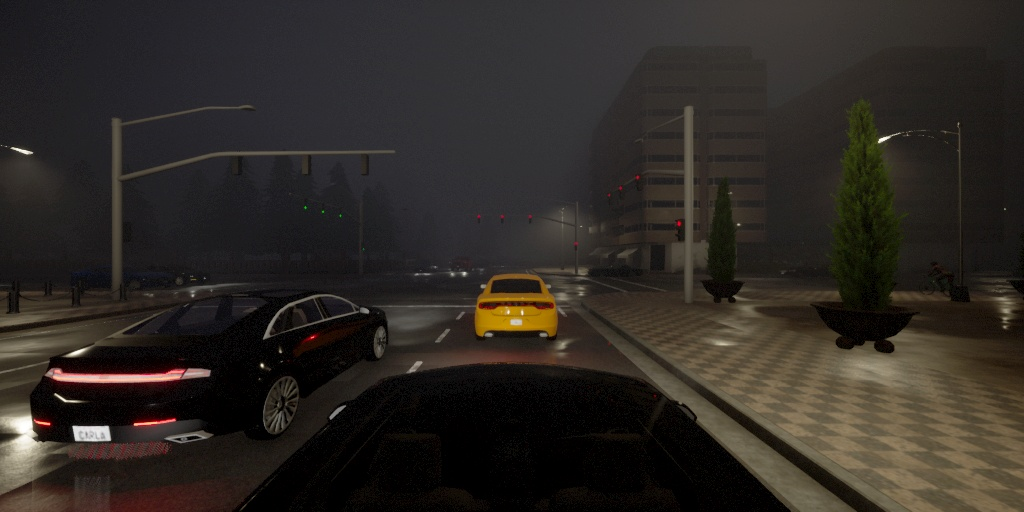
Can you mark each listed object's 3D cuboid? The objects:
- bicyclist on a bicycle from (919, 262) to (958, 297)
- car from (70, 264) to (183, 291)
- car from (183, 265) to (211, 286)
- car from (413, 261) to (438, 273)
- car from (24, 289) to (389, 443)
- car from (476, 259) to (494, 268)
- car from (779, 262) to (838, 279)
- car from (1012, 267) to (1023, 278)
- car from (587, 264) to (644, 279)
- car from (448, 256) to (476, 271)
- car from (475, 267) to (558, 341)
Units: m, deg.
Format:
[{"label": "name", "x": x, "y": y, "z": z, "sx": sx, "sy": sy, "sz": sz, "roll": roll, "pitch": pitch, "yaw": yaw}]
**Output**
[{"label": "bicyclist on a bicycle", "x": 20.288, "y": 1.106, "z": 17.061, "sx": 0.582, "sy": 1.620, "sz": 1.656, "roll": 0, "pitch": 0, "yaw": 0}, {"label": "car", "x": -23.493, "y": 1.283, "z": 21.731, "sx": 5.008, "sy": 1.535, "sz": 1.882, "roll": 0, "pitch": 0, "yaw": 0}, {"label": "car", "x": -24.015, "y": 1.310, "z": 25.241, "sx": 4.892, "sy": 1.490, "sz": 1.837, "roll": 0, "pitch": 0, "yaw": 1}, {"label": "car", "x": -10.399, "y": 1.297, "z": 43.682, "sx": 2.033, "sy": 1.411, "sz": 5.357, "roll": 0, "pitch": 0, "yaw": 2}, {"label": "car", "x": -3.423, "y": 1.242, "z": 5.364, "sx": 2.128, "sy": 1.511, "sz": 4.902, "roll": 0, "pitch": 0, "yaw": 1}, {"label": "car", "x": -5.054, "y": 1.250, "z": 59.601, "sx": 1.837, "sy": 1.490, "sz": 4.892, "roll": 0, "pitch": 1, "yaw": 17}, {"label": "car", "x": 27.062, "y": 1.296, "z": 32.559, "sx": 4.902, "sy": 1.511, "sz": 2.128, "roll": 0, "pitch": 0, "yaw": 0}, {"label": "car", "x": 48.721, "y": 1.284, "z": 32.524, "sx": 5.008, "sy": 1.535, "sz": 1.882, "roll": 0, "pitch": 0, "yaw": 0}, {"label": "car", "x": 9.367, "y": 1.406, "z": 32.733, "sx": 4.718, "sy": 1.301, "sz": 1.895, "roll": 0, "pitch": 0, "yaw": 3}, {"label": "car", "x": -6.709, "y": 0.971, "z": 48.428, "sx": 2.150, "sy": 2.045, "sz": 5.566, "roll": 0, "pitch": 0, "yaw": 4}, {"label": "car", "x": 0.107, "y": 1.228, "z": 9.946, "sx": 1.882, "sy": 1.535, "sz": 5.008, "roll": 0, "pitch": 0, "yaw": 0}]
